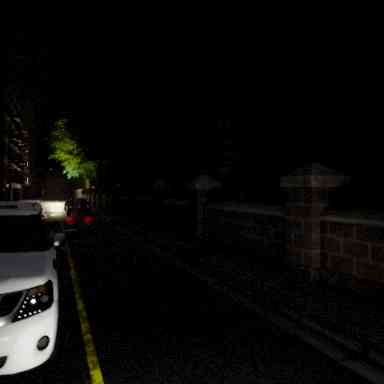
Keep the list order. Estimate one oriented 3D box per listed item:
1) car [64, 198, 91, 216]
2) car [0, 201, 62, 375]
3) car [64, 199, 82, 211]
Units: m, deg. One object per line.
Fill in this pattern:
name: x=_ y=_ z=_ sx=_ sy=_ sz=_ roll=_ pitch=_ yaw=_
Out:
car: x=-11.260 y=1.371 z=32.763 sx=2.097 sy=1.767 sz=4.553 roll=0 pitch=0 yaw=-23
car: x=-3.454 y=1.222 z=5.668 sx=2.150 sy=2.045 sz=5.566 roll=0 pitch=0 yaw=-22
car: x=-15.027 y=1.589 z=41.907 sx=1.994 sy=1.385 sz=4.181 roll=0 pitch=0 yaw=-23
